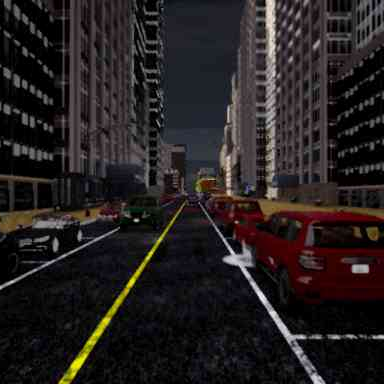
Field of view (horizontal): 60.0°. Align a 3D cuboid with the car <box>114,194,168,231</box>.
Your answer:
[{"bbox_3d":[-3.031,1.222,21.087,2.150,2.045,5.566,0,0,1],"label":"car"}]

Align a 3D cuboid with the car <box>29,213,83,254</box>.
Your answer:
[{"bbox_3d":[-5.686,1.550,13.253,2.008,1.369,4.403,0,0,0],"label":"car"}]

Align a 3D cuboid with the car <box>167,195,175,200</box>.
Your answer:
[{"bbox_3d":[-5.685,1.530,90.804,1.887,1.381,4.507,0,0,0],"label":"car"}]

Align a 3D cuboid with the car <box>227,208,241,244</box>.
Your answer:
[{"bbox_3d":[2.695,1.544,13.253,1.887,1.381,4.507,0,0,0],"label":"car"}]

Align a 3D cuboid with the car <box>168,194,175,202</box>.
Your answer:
[{"bbox_3d":[-5.684,1.304,74.186,2.192,1.841,5.009,0,0,0],"label":"car"}]

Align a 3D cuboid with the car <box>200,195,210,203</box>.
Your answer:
[{"bbox_3d":[2.696,1.431,68.647,1.967,1.590,4.097,0,0,0],"label":"car"}]

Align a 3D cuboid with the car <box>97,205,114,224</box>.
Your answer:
[{"bbox_3d":[-5.685,1.580,24.332,1.802,1.307,4.206,0,0,0],"label":"car"}]

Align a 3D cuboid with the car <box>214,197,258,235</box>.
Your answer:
[{"bbox_3d":[2.696,1.314,18.793,2.192,1.841,5.009,0,0,0],"label":"car"}]

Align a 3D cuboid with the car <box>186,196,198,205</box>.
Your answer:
[{"bbox_3d":[0.002,1.540,59.679,2.033,1.411,5.357,0,0,0],"label":"car"}]

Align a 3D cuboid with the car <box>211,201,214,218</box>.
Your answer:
[{"bbox_3d":[2.695,1.564,24.333,1.947,1.339,4.313,0,0,0],"label":"car"}]

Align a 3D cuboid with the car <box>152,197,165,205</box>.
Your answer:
[{"bbox_3d":[-5.685,1.575,57.568,1.802,1.307,4.206,0,0,0],"label":"car"}]

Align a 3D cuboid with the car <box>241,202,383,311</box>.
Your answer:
[{"bbox_3d":[2.696,1.315,7.714,2.192,1.841,5.009,0,0,0],"label":"car"}]

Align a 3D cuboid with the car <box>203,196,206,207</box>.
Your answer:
[{"bbox_3d":[2.695,1.547,40.950,2.008,1.369,4.403,0,0,0],"label":"car"}]

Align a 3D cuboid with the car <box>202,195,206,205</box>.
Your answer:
[{"bbox_3d":[2.696,1.521,46.660,1.752,1.417,4.829,0,0,0],"label":"car"}]

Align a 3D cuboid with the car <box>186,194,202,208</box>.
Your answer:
[{"bbox_3d":[0.002,1.486,49.257,2.128,1.511,4.902,0,0,0],"label":"car"}]

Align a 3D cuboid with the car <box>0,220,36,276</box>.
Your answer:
[{"bbox_3d":[-5.686,1.566,7.714,1.947,1.339,4.313,0,0,0],"label":"car"}]

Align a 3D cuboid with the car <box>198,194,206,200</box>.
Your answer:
[{"bbox_3d":[2.696,1.426,90.804,1.967,1.590,4.097,0,0,0],"label":"car"}]

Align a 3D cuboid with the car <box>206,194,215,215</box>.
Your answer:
[{"bbox_3d":[2.696,1.313,29.872,2.192,1.841,5.009,0,0,0],"label":"car"}]

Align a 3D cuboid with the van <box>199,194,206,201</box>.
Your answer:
[{"bbox_3d":[2.696,1.328,85.264,1.690,1.788,3.998,0,0,0],"label":"van"}]

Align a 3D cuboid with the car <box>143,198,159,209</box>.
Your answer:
[{"bbox_3d":[-5.685,1.577,46.489,1.802,1.307,4.206,0,0,0],"label":"car"}]
